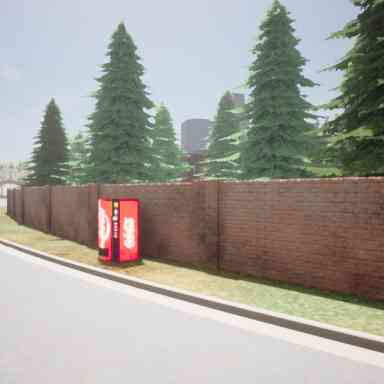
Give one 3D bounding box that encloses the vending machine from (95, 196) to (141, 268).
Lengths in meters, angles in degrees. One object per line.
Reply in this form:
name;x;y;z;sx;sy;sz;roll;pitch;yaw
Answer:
vending machine;-2.324;1.195;10.512;0.880;2.100;1.100;0;0;42
